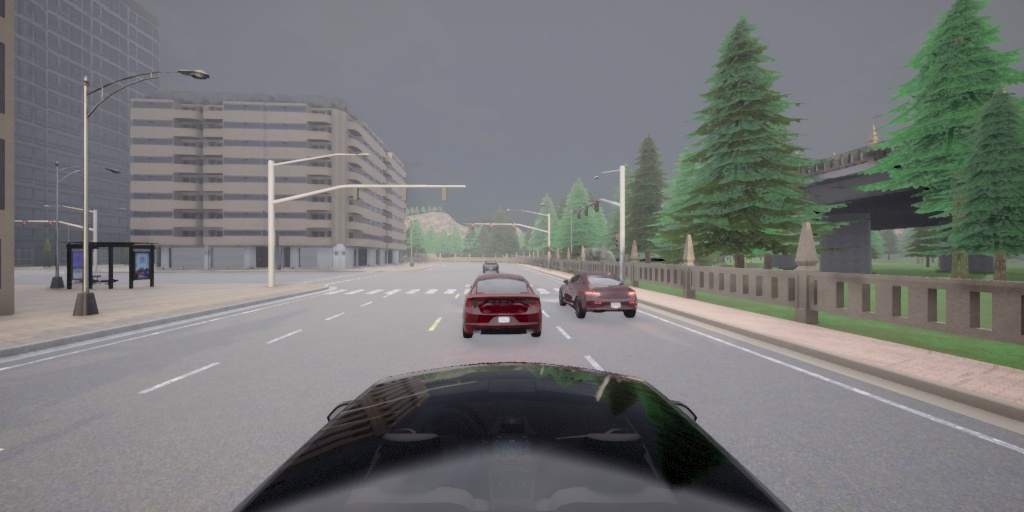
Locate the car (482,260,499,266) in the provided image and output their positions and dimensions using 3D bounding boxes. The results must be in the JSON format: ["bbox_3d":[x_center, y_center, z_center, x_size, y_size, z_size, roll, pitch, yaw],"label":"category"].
[{"bbox_3d":[-2.559,1.241,43.218,2.128,1.511,4.902,0,0,-4],"label":"car"}]

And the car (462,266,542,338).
[{"bbox_3d":[-0.347,1.228,10.228,1.882,1.535,5.008,0,0,-4],"label":"car"}]

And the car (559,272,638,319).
[{"bbox_3d":[2.914,1.276,12.805,1.812,1.442,4.674,0,0,-3],"label":"car"}]
